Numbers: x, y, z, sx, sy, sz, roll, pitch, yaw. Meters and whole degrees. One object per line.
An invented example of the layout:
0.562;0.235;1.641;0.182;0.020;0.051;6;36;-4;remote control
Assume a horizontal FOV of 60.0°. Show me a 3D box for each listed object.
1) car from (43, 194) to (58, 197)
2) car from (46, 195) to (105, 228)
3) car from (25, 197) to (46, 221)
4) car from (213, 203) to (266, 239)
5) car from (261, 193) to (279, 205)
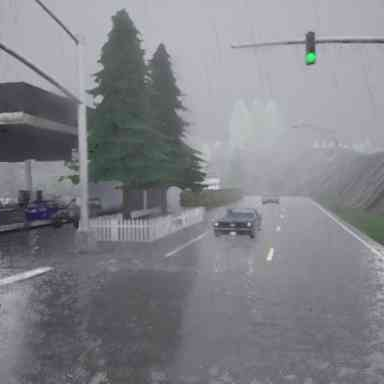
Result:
-33.285;1.220;73.837;5.027;1.636;2.152;-1;1;16;car
-7.441;1.308;22.218;1.905;1.878;3.866;-1;1;16;car
-11.680;1.493;27.954;2.242;1.667;4.611;-1;1;16;car
2.388;1.454;16.584;1.895;1.301;4.718;-1;1;17;car
9.851;0.871;41.565;1.994;1.385;4.181;-1;1;17;car
